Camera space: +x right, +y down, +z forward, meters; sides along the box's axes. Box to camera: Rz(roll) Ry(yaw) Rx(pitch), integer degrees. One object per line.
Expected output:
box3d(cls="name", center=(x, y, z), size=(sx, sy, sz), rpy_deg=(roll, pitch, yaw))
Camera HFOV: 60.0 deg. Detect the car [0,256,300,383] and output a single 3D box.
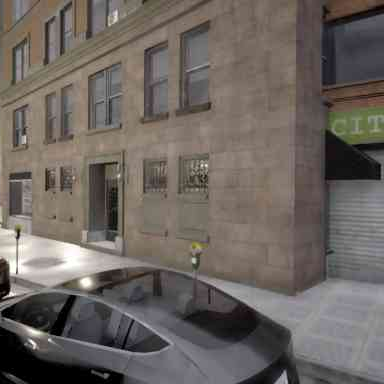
box3d(cls="car", center=(-1.010, 1.565, 3.793), size=(4.313, 1.339, 1.947), rpy_deg=(0, 1, 35))
